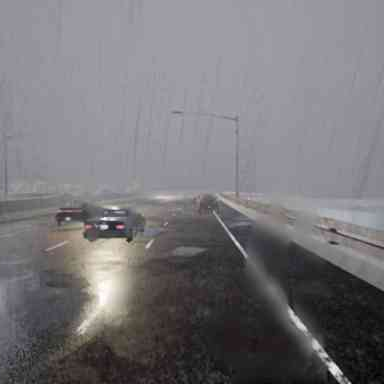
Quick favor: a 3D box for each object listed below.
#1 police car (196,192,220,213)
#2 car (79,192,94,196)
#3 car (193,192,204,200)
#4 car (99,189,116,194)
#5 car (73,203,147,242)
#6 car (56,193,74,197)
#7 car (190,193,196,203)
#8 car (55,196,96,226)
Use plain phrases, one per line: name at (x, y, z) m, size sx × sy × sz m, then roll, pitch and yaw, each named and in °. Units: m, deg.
police car at (1.526, 1.024, 30.868) m, size 1.930 × 1.638 × 5.238 m, roll 0°, pitch 1°, yaw 1°
car at (-19.831, 0.713, 62.567) m, size 1.837 × 1.490 × 4.892 m, roll 0°, pitch 1°, yaw 2°
car at (1.275, 0.748, 65.021) m, size 1.994 × 1.385 × 4.181 m, roll 0°, pitch 1°, yaw 2°
car at (-16.262, 0.427, 64.323) m, size 2.150 × 2.045 × 5.566 m, roll 0°, pitch 1°, yaw 2°
car at (-3.317, 1.344, 15.166) m, size 2.033 × 1.411 × 5.357 m, roll 0°, pitch 1°, yaw 1°
car at (-23.382, 0.790, 61.326) m, size 1.994 × 1.385 × 4.181 m, roll 0°, pitch 1°, yaw 2°
car at (0.771, 0.967, 49.878) m, size 1.895 × 1.301 × 4.718 m, roll 0°, pitch 1°, yaw 2°
car at (-6.753, 1.218, 20.621) m, size 2.128 × 1.511 × 4.902 m, roll 0°, pitch 1°, yaw 1°
